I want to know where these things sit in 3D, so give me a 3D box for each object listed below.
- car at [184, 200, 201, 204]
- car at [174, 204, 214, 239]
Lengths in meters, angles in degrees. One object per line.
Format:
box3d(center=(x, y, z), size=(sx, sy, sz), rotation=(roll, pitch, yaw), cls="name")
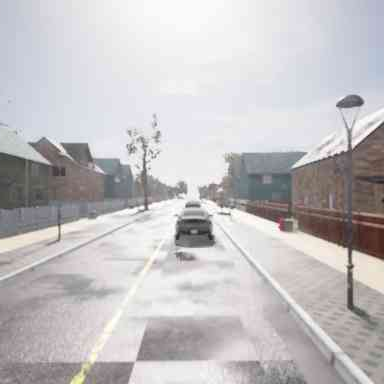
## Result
box3d(center=(0.106, 1.722, 39.961), size=(1.882, 1.535, 5.008), rotation=(0, 0, 0), cls="car")
box3d(center=(0.101, 1.603, 17.789), size=(1.837, 1.490, 4.892), rotation=(0, 0, 0), cls="car")
